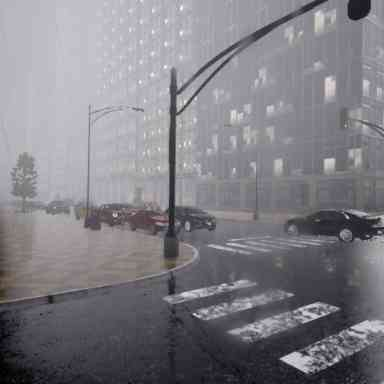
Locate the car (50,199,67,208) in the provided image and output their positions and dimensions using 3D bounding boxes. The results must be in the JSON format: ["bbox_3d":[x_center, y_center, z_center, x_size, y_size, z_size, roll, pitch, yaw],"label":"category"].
[{"bbox_3d":[-24.653,2.143,61.461,1.837,1.490,4.892,1,-1,-35],"label":"car"}]

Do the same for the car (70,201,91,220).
[{"bbox_3d":[-8.681,1.713,28.544,1.752,1.417,4.829,1,-1,-35],"label":"car"}]

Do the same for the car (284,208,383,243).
[{"bbox_3d":[6.812,1.584,16.499,1.837,1.490,4.892,1,-2,-35],"label":"car"}]

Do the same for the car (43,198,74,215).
[{"bbox_3d":[-15.299,1.739,37.995,1.967,1.590,4.097,1,-1,-35],"label":"car"}]

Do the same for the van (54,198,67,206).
[{"bbox_3d":[-27.993,2.117,70.735,1.690,1.788,3.998,1,-1,-35],"label":"van"}]

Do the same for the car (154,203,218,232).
[{"bbox_3d":[-0.312,1.634,21.119,1.837,1.490,4.892,1,-1,-33],"label":"car"}]

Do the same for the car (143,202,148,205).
[{"bbox_3d":[-6.077,1.731,29.356,1.837,1.490,4.892,1,-1,-35],"label":"car"}]

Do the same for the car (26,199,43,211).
[{"bbox_3d":[-21.818,1.959,47.305,2.008,1.369,4.403,1,-1,-35],"label":"car"}]

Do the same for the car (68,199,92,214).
[{"bbox_3d":[-11.997,1.817,37.830,2.128,1.511,4.902,1,-1,-35],"label":"car"}]

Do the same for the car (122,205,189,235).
[{"bbox_3d":[-2.259,1.662,19.371,1.802,1.307,4.206,1,-1,-35],"label":"car"}]

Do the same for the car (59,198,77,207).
[{"bbox_3d":[-24.733,2.036,66.079,2.192,1.841,5.009,1,-1,-35],"label":"car"}]

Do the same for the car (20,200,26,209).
[{"bbox_3d":[-25.078,2.029,51.960,1.947,1.339,4.313,1,-1,-35],"label":"car"}]

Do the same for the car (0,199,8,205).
[{"bbox_3d":[-41.378,2.288,75.238,2.008,1.369,4.403,1,-1,-35],"label":"car"}]

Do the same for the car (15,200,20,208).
[{"bbox_3d":[-28.338,2.063,56.616,1.887,1.381,4.507,1,-1,-35],"label":"car"}]

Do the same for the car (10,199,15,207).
[{"bbox_3d":[-31.599,2.123,61.271,2.008,1.369,4.403,1,-1,-35],"label":"car"}]

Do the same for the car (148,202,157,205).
[{"bbox_3d":[-5.174,1.833,38.145,1.967,1.590,4.097,1,-1,-35],"label":"car"}]

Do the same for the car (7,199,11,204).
[{"bbox_3d":[-34.858,2.209,65.927,1.802,1.307,4.206,1,-1,-35],"label":"car"}]

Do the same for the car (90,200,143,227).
[{"bbox_3d":[-5.519,1.575,24.029,1.967,1.590,4.097,1,-1,-35],"label":"car"}]

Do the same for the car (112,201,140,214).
[{"bbox_3d":[-8.531,1.974,42.938,1.752,1.417,4.829,1,-1,-35],"label":"car"}]
